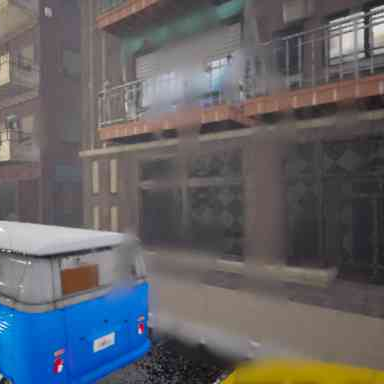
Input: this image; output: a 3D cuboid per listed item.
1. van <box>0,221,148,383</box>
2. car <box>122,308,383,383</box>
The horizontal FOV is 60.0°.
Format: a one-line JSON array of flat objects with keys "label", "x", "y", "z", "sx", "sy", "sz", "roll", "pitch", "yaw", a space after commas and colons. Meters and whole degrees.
[{"label": "van", "x": -2.429, "y": 1.346, "z": 4.583, "sx": 3.998, "sy": 1.788, "sz": 1.690, "roll": 0, "pitch": -1, "yaw": 35}, {"label": "car", "x": 2.049, "y": 1.525, "z": 1.388, "sx": 4.829, "sy": 1.417, "sz": 1.752, "roll": 0, "pitch": -1, "yaw": 35}]
